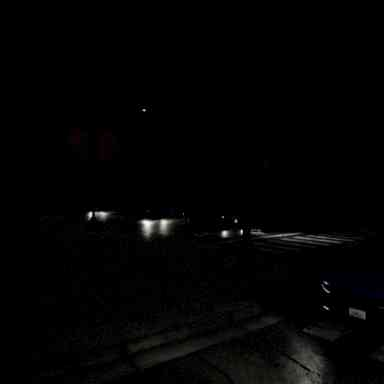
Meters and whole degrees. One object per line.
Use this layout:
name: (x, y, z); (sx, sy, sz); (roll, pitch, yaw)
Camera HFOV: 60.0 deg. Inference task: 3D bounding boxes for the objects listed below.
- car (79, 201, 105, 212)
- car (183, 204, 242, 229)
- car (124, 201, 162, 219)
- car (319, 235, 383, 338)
car: (-12.690, 1.755, 42.029); (1.895, 1.301, 4.718); (0, 0, -35)
car: (1.281, 1.554, 22.559); (2.128, 1.511, 4.902); (0, 0, -36)
car: (-4.547, 1.579, 30.666); (1.882, 1.535, 5.008); (0, 0, -35)
car: (4.403, 1.472, 6.258); (5.008, 1.535, 1.882); (0, 0, -36)
